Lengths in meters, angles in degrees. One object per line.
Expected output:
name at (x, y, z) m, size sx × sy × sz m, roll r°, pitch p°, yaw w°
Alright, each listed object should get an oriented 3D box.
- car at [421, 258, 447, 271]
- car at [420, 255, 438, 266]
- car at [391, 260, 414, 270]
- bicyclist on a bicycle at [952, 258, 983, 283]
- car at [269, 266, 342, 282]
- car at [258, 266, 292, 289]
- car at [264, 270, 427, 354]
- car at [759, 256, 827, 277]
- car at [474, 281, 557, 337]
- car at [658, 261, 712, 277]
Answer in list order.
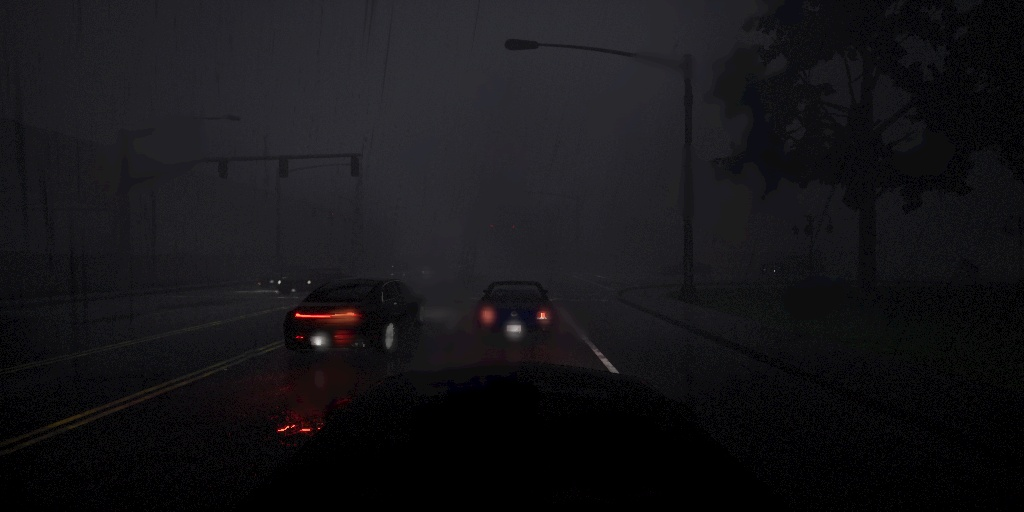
car at (-10.511, 1.291, 48.649) m, size 1.895 × 1.301 × 4.718 m, roll 0°, pitch 0°, yaw 0°
car at (-13.961, 0.792, 60.881) m, size 2.150 × 2.045 × 5.566 m, roll 0°, pitch 1°, yaw 1°
car at (-14.017, 1.211, 46.147) m, size 1.837 × 1.490 × 4.892 m, roll 0°, pitch 0°, yaw 0°
bicyclist on a bicycle at (31.008, 0.974, 24.442) m, size 0.582 × 1.620 × 1.656 m, roll 0°, pitch 0°, yaw -1°
car at (-10.567, 1.351, 19.552) m, size 1.895 × 1.301 × 4.718 m, roll 0°, pitch 0°, yaw 0°
car at (-14.061, 1.314, 22.968) m, size 1.994 × 1.385 × 4.181 m, roll 0°, pitch 0°, yaw 0°
car at (-3.405, 1.255, 8.741) m, size 1.837 × 1.490 × 4.892 m, roll 0°, pitch 0°, yaw 0°
car at (27.267, 0.971, 34.825) m, size 5.566 × 2.045 × 2.150 m, roll 0°, pitch 0°, yaw -1°
car at (0.098, 1.351, 10.229) m, size 1.895 × 1.301 × 4.718 m, roll 0°, pitch 0°, yaw 0°
car at (16.628, 1.242, 34.571) m, size 4.902 × 1.511 × 2.128 m, roll 0°, pitch 0°, yaw -1°
